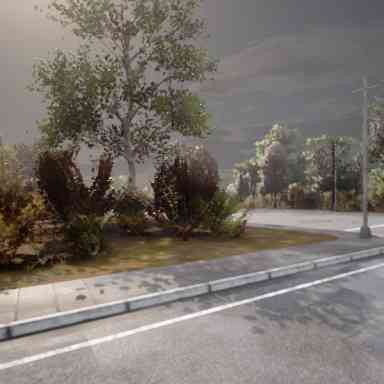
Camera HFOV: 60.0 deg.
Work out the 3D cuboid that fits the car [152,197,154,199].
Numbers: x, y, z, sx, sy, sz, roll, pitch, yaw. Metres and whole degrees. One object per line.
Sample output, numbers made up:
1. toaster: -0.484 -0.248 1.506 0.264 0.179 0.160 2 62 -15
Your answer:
1. car: -5.985 1.829 53.059 5.566 2.045 2.150 -2 -1 40
